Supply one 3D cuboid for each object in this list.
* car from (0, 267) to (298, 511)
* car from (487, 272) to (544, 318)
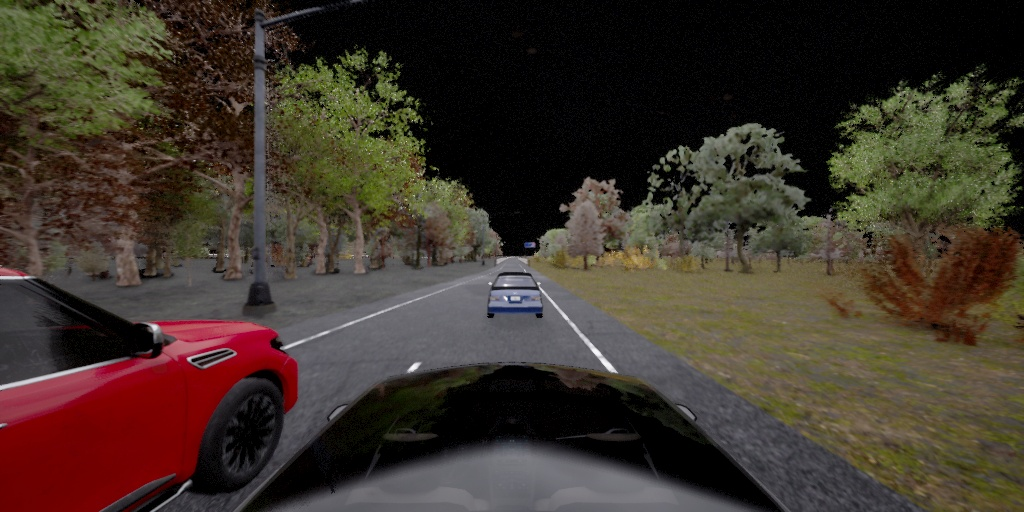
[{"bbox_3d":[-3.344,0.971,1.392,2.150,2.045,5.566,0,0,1],"label":"car"},{"bbox_3d":[0.099,1.298,13.040,2.033,1.411,5.357,0,0,0],"label":"car"}]
